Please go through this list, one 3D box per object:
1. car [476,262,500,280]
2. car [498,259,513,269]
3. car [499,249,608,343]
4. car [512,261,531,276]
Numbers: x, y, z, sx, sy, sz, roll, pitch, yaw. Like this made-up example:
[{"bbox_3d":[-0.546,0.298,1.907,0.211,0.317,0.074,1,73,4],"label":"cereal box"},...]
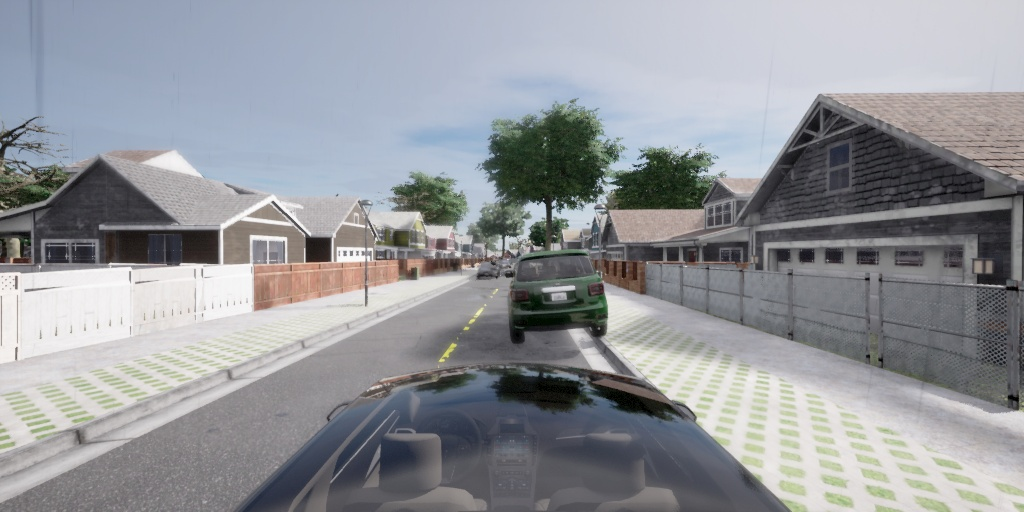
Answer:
[{"bbox_3d":[-2.001,1.268,31.845,1.837,1.490,4.892,0,0,2],"label":"car"},{"bbox_3d":[-1.060,1.302,57.058,2.128,1.511,4.902,0,0,2],"label":"car"},{"bbox_3d":[1.015,0.897,9.763,2.150,2.045,5.566,-5,0,2],"label":"car"},{"bbox_3d":[1.116,1.324,39.625,2.033,1.411,5.357,0,0,3],"label":"car"}]
